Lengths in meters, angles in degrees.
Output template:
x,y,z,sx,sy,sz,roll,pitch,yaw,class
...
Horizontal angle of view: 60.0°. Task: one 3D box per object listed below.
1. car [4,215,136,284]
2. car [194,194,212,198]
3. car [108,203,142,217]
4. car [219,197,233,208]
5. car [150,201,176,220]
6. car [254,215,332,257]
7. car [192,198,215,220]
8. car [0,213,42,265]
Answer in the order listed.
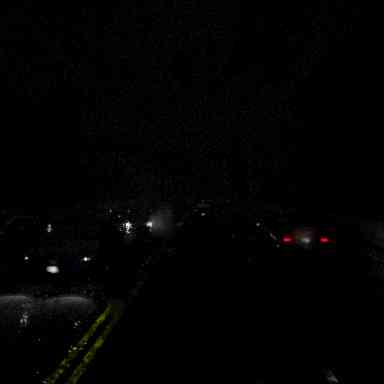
x,y,z,sx,sy,sz,roll,pitch,yaw,class
-3.084,1.565,9.500,1.994,1.385,4.181,1,0,2,car
1.489,1.223,44.381,2.150,2.045,5.566,1,0,2,car
-5.623,1.584,28.266,1.895,1.301,4.718,1,0,2,car
4.914,1.508,48.922,2.128,1.511,4.902,1,0,2,car
-2.372,1.519,28.208,1.837,1.490,4.892,1,0,2,car
3.749,1.616,13.217,2.033,1.411,5.357,1,0,2,car
0.966,1.567,28.363,1.812,1.442,4.674,1,0,3,car
-6.295,1.467,10.710,2.128,1.511,4.902,1,0,2,car
